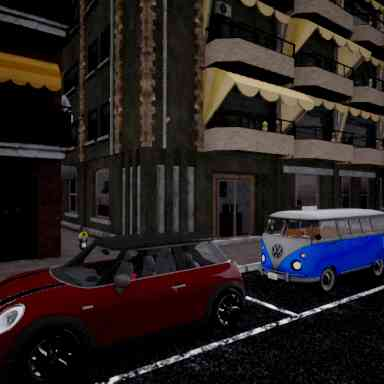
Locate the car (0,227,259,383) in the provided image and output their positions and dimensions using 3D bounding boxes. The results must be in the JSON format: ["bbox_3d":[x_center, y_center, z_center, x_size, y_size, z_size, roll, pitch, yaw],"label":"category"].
[{"bbox_3d":[-1.134,1.440,5.283,4.097,1.590,1.967,0,0,-35],"label":"car"}]

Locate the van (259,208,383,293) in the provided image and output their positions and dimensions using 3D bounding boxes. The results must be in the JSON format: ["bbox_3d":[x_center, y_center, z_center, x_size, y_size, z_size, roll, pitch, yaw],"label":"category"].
[{"bbox_3d":[3.500,1.343,8.584,3.998,1.788,1.690,0,0,-35],"label":"van"}]
